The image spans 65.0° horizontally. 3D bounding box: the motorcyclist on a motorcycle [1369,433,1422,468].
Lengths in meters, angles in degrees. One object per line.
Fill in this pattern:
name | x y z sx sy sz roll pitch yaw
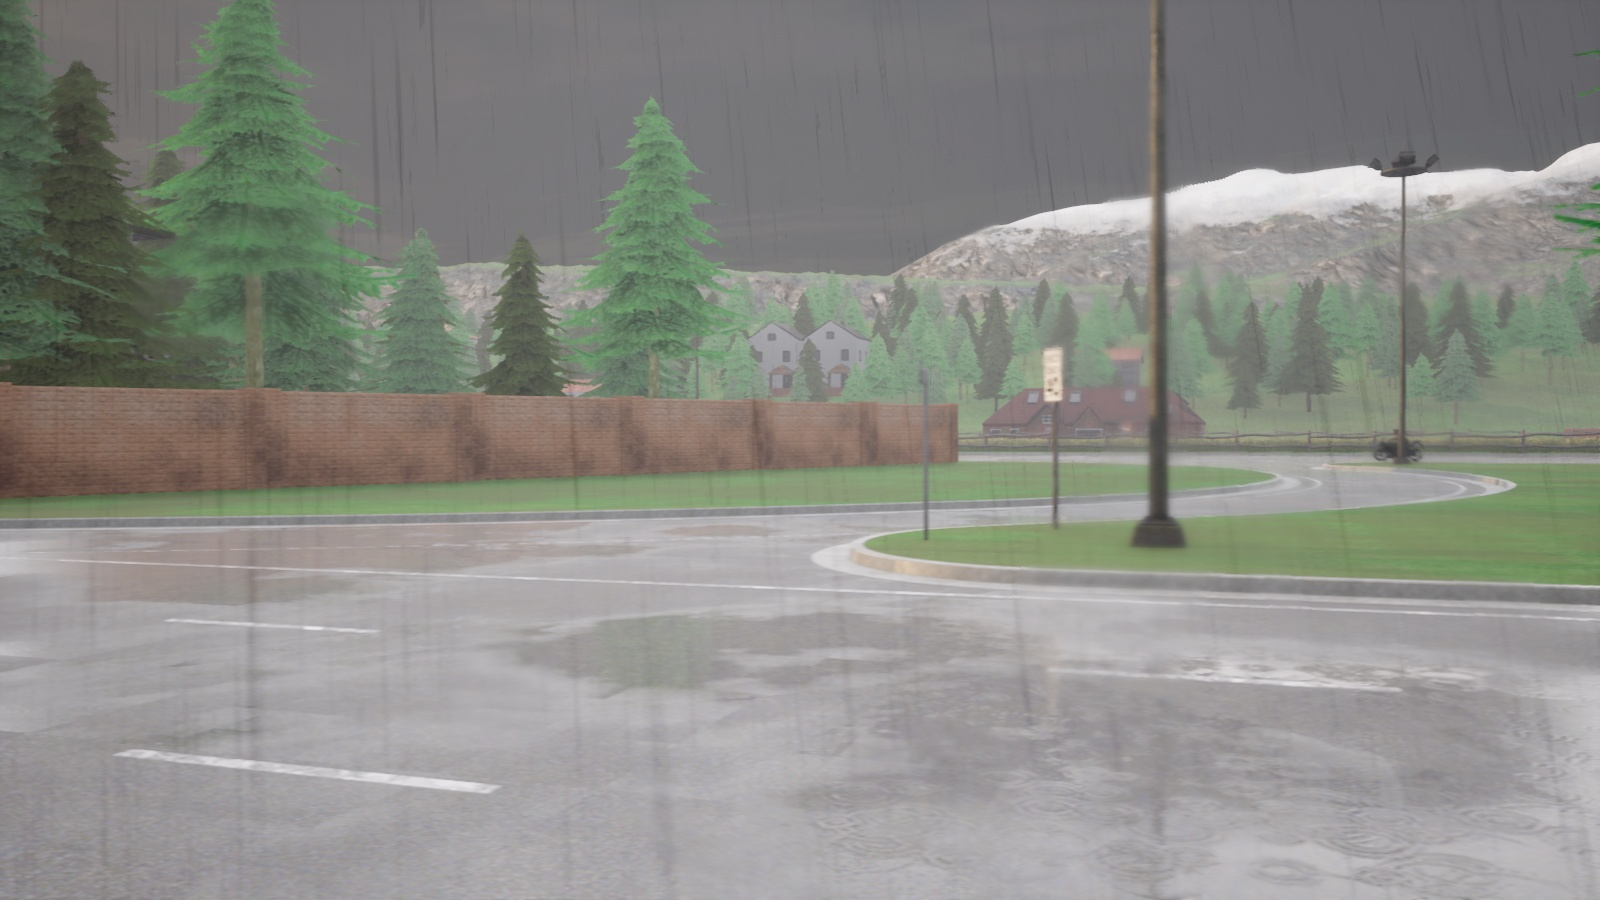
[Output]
motorcyclist on a motorcycle | 26.799 0.004 56.545 2.044 1.523 0.797 1 1 19
